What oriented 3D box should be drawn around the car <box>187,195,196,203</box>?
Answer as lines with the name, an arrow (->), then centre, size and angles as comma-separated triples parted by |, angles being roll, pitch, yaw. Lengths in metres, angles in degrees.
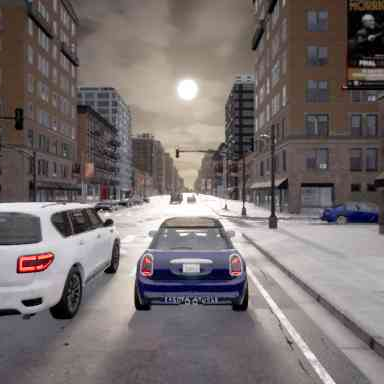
car -> -0.113, 1.502, 69.320 | 2.128, 1.511, 4.902 | 0, 0, 0

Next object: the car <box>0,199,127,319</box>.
car -> -3.160, 1.225, 7.478 | 2.150, 2.045, 5.566 | 0, 0, 0

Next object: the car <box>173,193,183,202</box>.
car -> -3.381, 1.235, 80.453 | 2.150, 2.045, 5.566 | 0, 0, 0

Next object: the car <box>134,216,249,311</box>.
car -> -0.005, 1.355, 7.936 | 2.097, 1.767, 4.553 | 0, 0, 0

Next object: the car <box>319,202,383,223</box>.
car -> 12.680, 1.552, 25.978 | 4.892, 1.490, 1.837 | 0, 0, 2

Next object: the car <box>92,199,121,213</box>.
car -> -9.914, 1.558, 39.086 | 2.033, 1.411, 5.357 | 0, 0, 0

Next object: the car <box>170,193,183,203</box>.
car -> -3.257, 1.233, 67.477 | 2.150, 2.045, 5.566 | 0, 0, 0

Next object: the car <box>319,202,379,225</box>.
car -> 11.407, 1.510, 23.021 | 5.008, 1.535, 1.882 | 0, 0, 0

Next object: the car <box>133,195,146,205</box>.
car -> -9.923, 1.362, 58.445 | 2.097, 1.767, 4.553 | 0, 0, 0

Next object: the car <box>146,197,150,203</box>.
car -> -9.863, 1.611, 68.666 | 1.895, 1.301, 4.718 | 0, 0, 0

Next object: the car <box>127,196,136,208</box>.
car -> -9.924, 1.612, 48.701 | 1.895, 1.301, 4.718 | 0, 0, 0

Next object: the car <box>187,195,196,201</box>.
car -> -0.130, 1.476, 79.769 | 1.895, 1.301, 4.718 | 0, 0, 0
